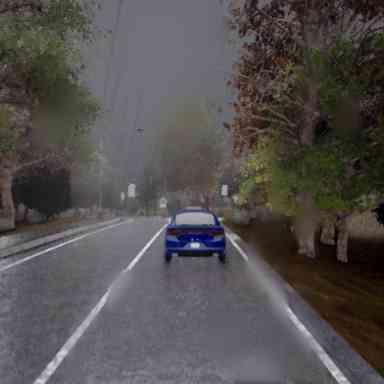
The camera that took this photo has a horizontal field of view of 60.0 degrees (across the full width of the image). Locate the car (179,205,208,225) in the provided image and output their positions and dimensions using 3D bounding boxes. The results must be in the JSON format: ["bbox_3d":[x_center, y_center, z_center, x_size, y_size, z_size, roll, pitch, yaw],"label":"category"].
[{"bbox_3d":[0.163,1.683,25.551,2.033,1.411,5.357,0,-2,1],"label":"car"}]

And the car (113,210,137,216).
[{"bbox_3d":[-14.675,4.638,72.696,2.033,1.411,5.357,-4,-4,44],"label":"car"}]

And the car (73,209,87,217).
[{"bbox_3d":[-18.862,3.567,56.152,1.837,1.490,4.892,0,-3,-14],"label":"car"}]

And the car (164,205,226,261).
[{"bbox_3d":[0.097,1.355,11.810,1.882,1.535,5.008,0,0,0],"label":"car"}]
